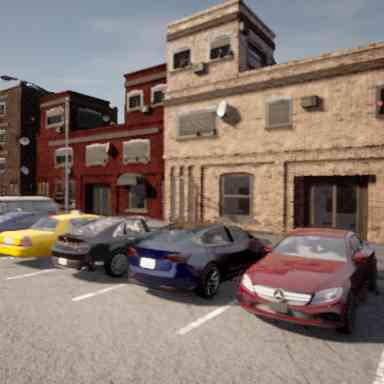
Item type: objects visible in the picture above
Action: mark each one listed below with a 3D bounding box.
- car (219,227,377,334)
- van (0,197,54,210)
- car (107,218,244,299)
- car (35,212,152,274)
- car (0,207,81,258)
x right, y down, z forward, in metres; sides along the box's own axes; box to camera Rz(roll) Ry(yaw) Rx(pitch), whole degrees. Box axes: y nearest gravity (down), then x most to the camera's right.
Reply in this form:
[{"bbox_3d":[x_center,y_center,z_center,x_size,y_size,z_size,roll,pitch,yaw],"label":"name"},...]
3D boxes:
[{"bbox_3d":[2.682,1.513,7.045,2.002,1.452,4.674,0,0,36],"label":"car"},{"bbox_3d":[-8.506,1.211,14.885,1.878,1.987,4.442,0,0,36],"label":"van"},{"bbox_3d":[0.455,1.493,8.668,2.163,1.488,4.792,0,0,36],"label":"car"},{"bbox_3d":[-1.811,1.456,10.241,2.231,1.521,4.892,0,0,36],"label":"car"},{"bbox_3d":[-3.942,1.445,11.999,1.946,1.575,5.366,0,0,36],"label":"car"}]
